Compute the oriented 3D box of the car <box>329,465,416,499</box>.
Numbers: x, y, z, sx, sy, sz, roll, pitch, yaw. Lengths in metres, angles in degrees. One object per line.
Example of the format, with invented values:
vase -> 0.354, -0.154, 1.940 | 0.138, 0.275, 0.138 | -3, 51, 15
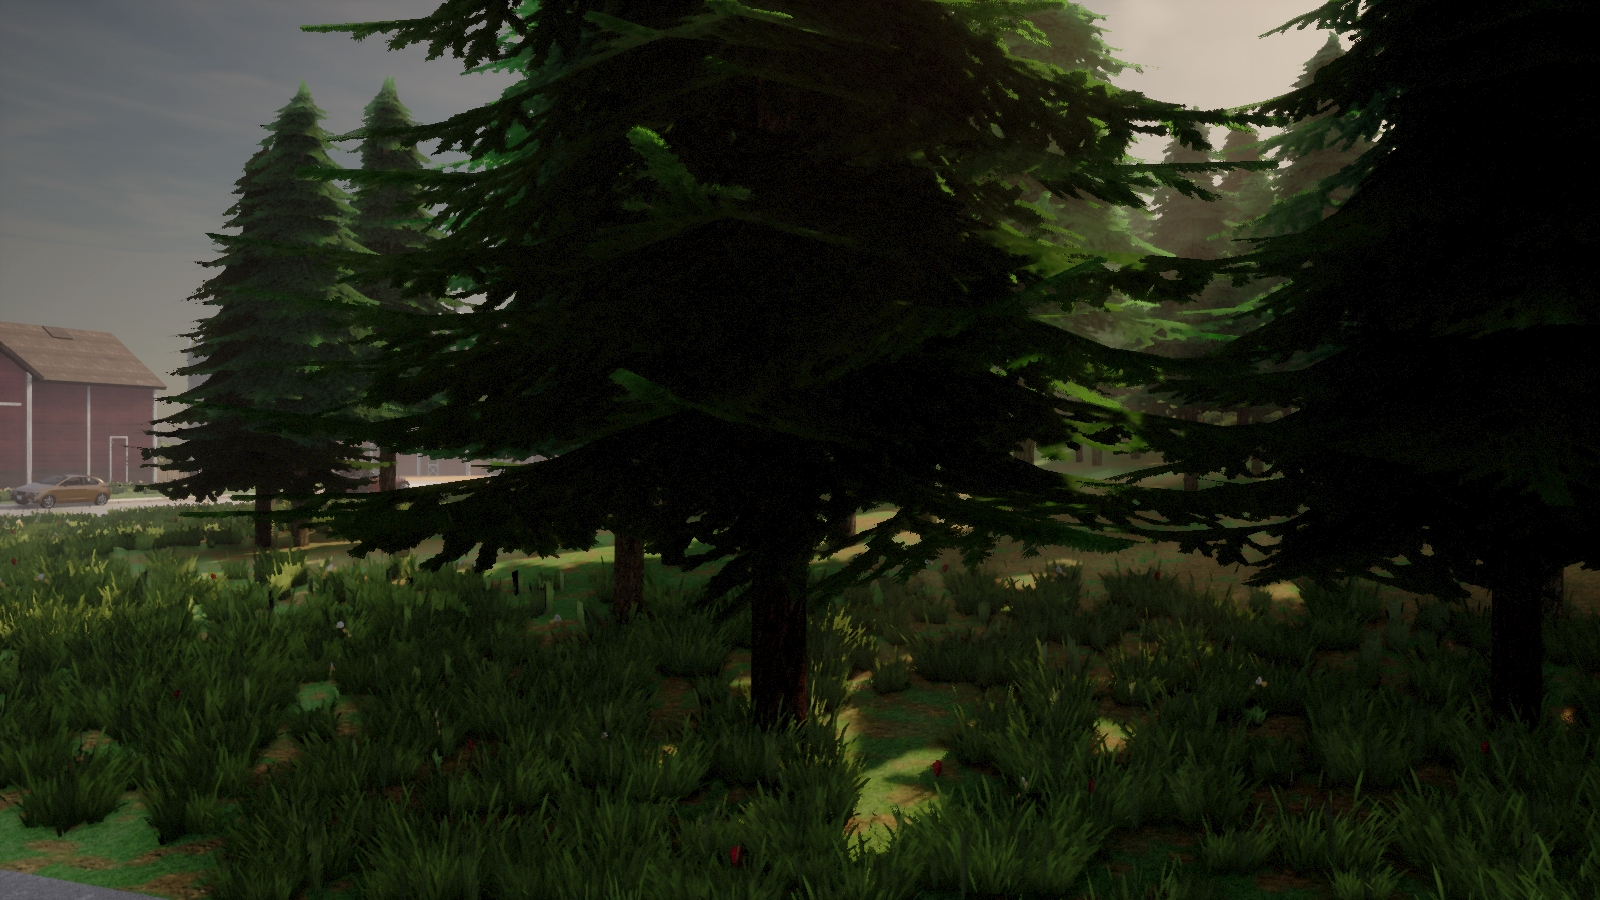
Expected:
car -> -23.873, 1.766, 63.930 | 2.097, 1.767, 4.553 | 0, 0, 20
